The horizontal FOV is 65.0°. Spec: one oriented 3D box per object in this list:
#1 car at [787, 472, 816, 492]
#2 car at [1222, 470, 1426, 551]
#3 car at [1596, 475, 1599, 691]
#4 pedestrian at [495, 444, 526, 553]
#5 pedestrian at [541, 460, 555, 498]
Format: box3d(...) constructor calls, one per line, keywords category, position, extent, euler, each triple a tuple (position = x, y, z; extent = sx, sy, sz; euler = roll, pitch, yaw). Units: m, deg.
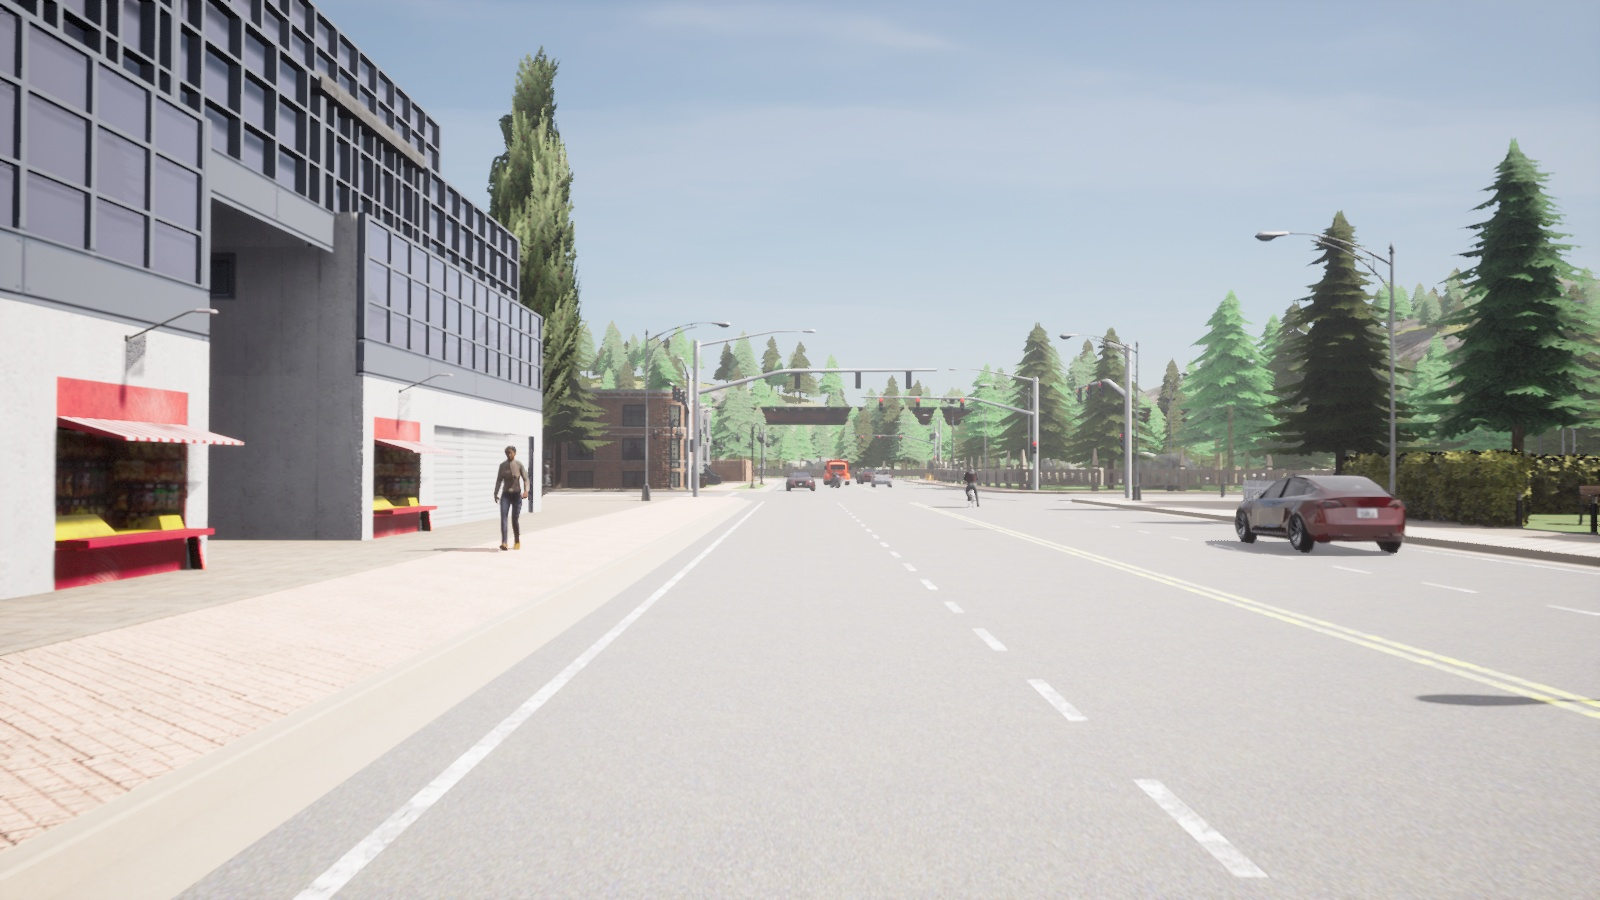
box3d(category="car", position=(0.074, 2.223, 88.656), extent=(1.994, 1.385, 4.181), euler=(0, -1, 0))
box3d(category="car", position=(10.515, 1.160, 25.680), extent=(2.163, 1.488, 4.792), euler=(0, -1, 0))
box3d(category="car", position=(3.496, 0.813, 2.228), extent=(1.789, 1.549, 3.705), euler=(0, -1, 0))
box3d(category="pedestrian", position=(-4.875, 0.812, 21.179), extent=(0.328, 1.805, 0.869), euler=(0, -1, 0))
box3d(category="pedestrian", position=(-12.956, 1.502, 64.486), extent=(0.666, 1.930, 0.402), euler=(0, -1, -7))
